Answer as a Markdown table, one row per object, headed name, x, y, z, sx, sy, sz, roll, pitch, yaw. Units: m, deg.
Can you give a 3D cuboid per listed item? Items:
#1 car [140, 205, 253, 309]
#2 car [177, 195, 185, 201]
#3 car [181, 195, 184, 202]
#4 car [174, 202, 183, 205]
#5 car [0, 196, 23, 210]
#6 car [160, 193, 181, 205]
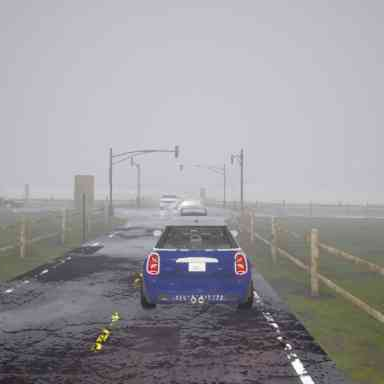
| name | x | y | z | sx | sy | sz | roll | pitch | yaw |
| --- | --- | --- | --- | --- | --- | --- | --- | --- | --- |
| car | 0.090 | 1.353 | 8.030 | 2.097 | 1.767 | 4.553 | 0 | 0 | 0 |
| car | -2.737 | 1.581 | 86.623 | 1.994 | 1.385 | 4.181 | 0 | 0 | 0 |
| car | -2.882 | 1.616 | 60.146 | 1.895 | 1.301 | 4.718 | 0 | 0 | 0 |
| car | 0.080 | 1.507 | 17.196 | 1.837 | 1.490 | 4.892 | 0 | 0 | 0 |
| car | -21.078 | 1.112 | 36.297 | 5.008 | 1.535 | 1.882 | 1 | 0 | 0 |
| car | -2.913 | 1.217 | 43.337 | 2.150 | 2.045 | 5.566 | 1 | 0 | 0 |
